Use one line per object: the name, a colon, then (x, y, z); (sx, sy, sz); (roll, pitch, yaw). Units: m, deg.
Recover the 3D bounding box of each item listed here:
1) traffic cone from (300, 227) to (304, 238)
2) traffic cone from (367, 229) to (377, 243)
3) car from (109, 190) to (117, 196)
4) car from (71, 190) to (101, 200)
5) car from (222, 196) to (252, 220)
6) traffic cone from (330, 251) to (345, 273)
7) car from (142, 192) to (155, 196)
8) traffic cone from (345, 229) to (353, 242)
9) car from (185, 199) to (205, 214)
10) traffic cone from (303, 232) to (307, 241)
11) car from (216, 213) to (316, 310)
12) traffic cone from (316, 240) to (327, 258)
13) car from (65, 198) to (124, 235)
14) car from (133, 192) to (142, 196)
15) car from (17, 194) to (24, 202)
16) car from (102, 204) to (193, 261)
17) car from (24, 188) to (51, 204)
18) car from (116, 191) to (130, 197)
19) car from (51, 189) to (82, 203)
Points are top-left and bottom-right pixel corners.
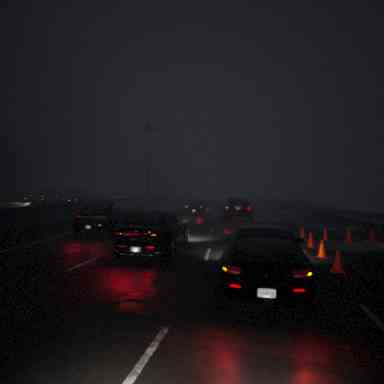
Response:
traffic cone: (5.055, 1.902, 15.239); (0.340, 0.580, 0.340); (1, 0, 9)
traffic cone: (8.015, 1.952, 14.754); (0.340, 0.580, 0.340); (1, 0, 9)
car: (-20.678, 0.271, 88.874); (1.882, 1.535, 5.008); (1, 0, 4)
car: (-13.194, 0.912, 42.613); (1.882, 1.535, 5.008); (1, 0, 4)
car: (3.425, 1.184, 25.791); (2.097, 1.767, 4.553); (1, 0, 4)
traffic cone: (4.083, 1.938, 9.319); (0.340, 0.580, 0.340); (1, 0, 9)
car: (-10.512, 0.693, 83.355); (1.895, 1.301, 4.718); (1, 0, 4)
traffic cone: (7.028, 1.935, 14.916); (0.340, 0.580, 0.340); (1, 0, 9)
car: (0.304, 1.337, 31.398); (1.895, 1.301, 4.718); (1, 0, 4)
traffic cone: (4.731, 1.914, 13.266); (0.340, 0.580, 0.340); (1, 0, 9)
car: (1.637, 1.484, 7.732); (1.812, 1.442, 4.674); (1, 1, 10)
traffic cone: (4.407, 1.926, 11.292); (0.340, 0.580, 0.340); (1, 0, 9)
car: (-4.292, 1.283, 16.885); (2.128, 1.511, 4.902); (1, 1, 5)
car: (-13.863, 0.589, 85.792); (1.895, 1.301, 4.718); (1, 0, 4)
car: (-23.335, 0.735, 48.219); (1.837, 1.490, 4.892); (1, 1, 4)
car: (-1.311, 1.382, 11.929); (1.837, 1.490, 4.892); (1, 1, 7)
car: (-20.009, 0.528, 45.496); (2.150, 2.045, 5.566); (1, 0, 4)
car: (-17.353, 0.438, 86.043); (1.837, 1.490, 4.892); (1, 0, 4)
car: (-16.520, 0.584, 45.291); (2.150, 2.045, 5.566); (1, 0, 4)
